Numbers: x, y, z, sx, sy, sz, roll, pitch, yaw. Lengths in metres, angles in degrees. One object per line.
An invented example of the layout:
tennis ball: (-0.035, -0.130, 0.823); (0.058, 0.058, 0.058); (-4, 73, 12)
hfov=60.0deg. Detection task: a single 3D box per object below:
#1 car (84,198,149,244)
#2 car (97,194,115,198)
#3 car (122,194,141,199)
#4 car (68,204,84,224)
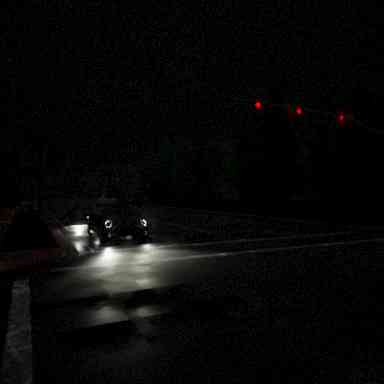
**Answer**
car: (-3.720, 1.382, 16.301); (2.097, 1.767, 4.553); (0, 0, -27)
car: (-13.228, 1.315, 51.220); (2.150, 2.045, 5.566); (0, 0, -26)
car: (-9.530, 1.322, 51.632); (2.150, 2.045, 5.566); (0, 0, -26)
car: (-8.172, 1.607, 25.194); (1.994, 1.385, 4.181); (0, 0, -26)
